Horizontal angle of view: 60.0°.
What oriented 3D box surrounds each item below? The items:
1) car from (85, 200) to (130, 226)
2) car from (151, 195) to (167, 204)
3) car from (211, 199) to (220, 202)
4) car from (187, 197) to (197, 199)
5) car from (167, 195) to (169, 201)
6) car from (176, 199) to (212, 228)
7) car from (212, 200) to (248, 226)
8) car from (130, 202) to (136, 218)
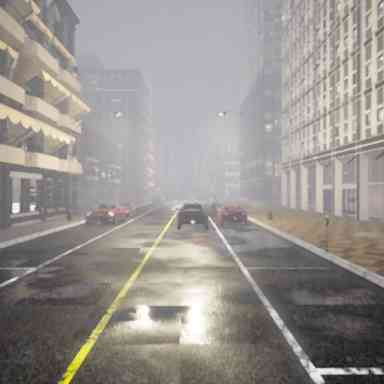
[{"bbox_3d":[-5.746,1.360,22.470,1.967,1.590,4.097,0,0,0],"label":"car"},{"bbox_3d":[-5.835,1.357,56.362,2.008,1.369,4.403,0,0,0],"label":"car"},{"bbox_3d":[2.605,1.425,33.790,2.008,1.369,4.403,0,0,0],"label":"car"},{"bbox_3d":[-0.002,1.378,40.812,1.812,1.442,4.674,0,0,0],"label":"car"},{"bbox_3d":[-5.849,1.339,62.010,2.008,1.369,4.403,0,0,0],"label":"car"},{"bbox_3d":[0.046,1.426,21.195,1.837,1.490,4.892,0,0,0],"label":"car"},{"bbox_3d":[2.635,1.459,22.492,1.887,1.381,4.507,0,0,0],"label":"car"},{"bbox_3d":[-5.760,1.482,28.119,1.802,1.307,4.206,0,0,0],"label":"car"}]
